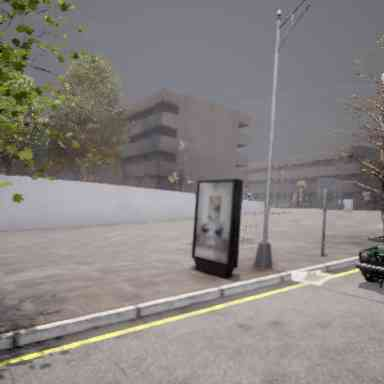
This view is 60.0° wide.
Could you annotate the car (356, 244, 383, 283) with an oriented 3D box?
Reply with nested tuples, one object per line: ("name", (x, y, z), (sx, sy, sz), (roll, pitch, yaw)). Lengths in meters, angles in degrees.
("car", (6.234, 1.607, 8.535), (4.718, 1.301, 1.895), (0, 0, -36))

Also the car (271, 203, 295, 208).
("car", (17.082, 2.736, 63.057), (2.033, 1.411, 5.357), (6, -5, -24))
